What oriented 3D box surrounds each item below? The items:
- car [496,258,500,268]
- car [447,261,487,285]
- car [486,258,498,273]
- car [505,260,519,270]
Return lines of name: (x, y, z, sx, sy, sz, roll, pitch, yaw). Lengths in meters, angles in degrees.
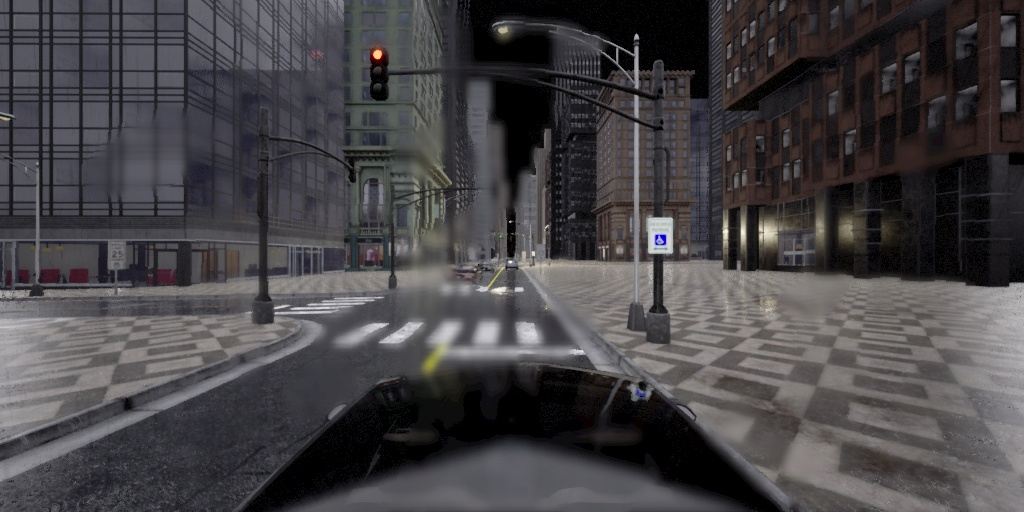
car: (-3.022, 1.093, 58.615, 2.128, 1.511, 4.902, 0, 0, 0)
car: (-3.282, 1.312, 25.758, 1.994, 1.385, 4.181, 0, 0, 5)
car: (-3.108, 1.316, 42.529, 1.994, 1.385, 4.181, 0, 0, 0)
car: (-0.020, 1.323, 53.416, 1.994, 1.385, 4.181, 0, 0, 0)
